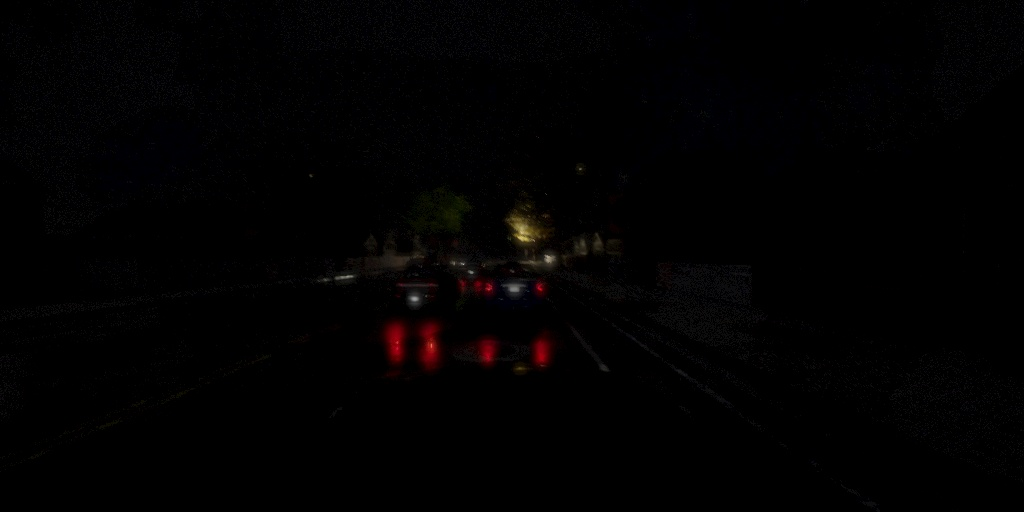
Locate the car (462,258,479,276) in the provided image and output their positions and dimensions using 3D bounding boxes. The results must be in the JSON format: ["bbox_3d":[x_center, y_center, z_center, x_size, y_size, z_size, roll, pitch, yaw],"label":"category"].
[{"bbox_3d":[-3.162,1.113,30.462,1.812,1.442,4.674,0,0,0],"label":"car"}]

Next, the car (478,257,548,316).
[{"bbox_3d":[0.087,1.037,13.090,2.097,1.767,4.553,0,0,0],"label":"car"}]

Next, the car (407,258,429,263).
[{"bbox_3d":[-9.851,1.024,37.819,1.882,1.535,5.008,0,0,0],"label":"car"}]

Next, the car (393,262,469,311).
[{"bbox_3d":[-3.160,1.171,14.100,2.128,1.511,4.902,0,0,0],"label":"car"}]
